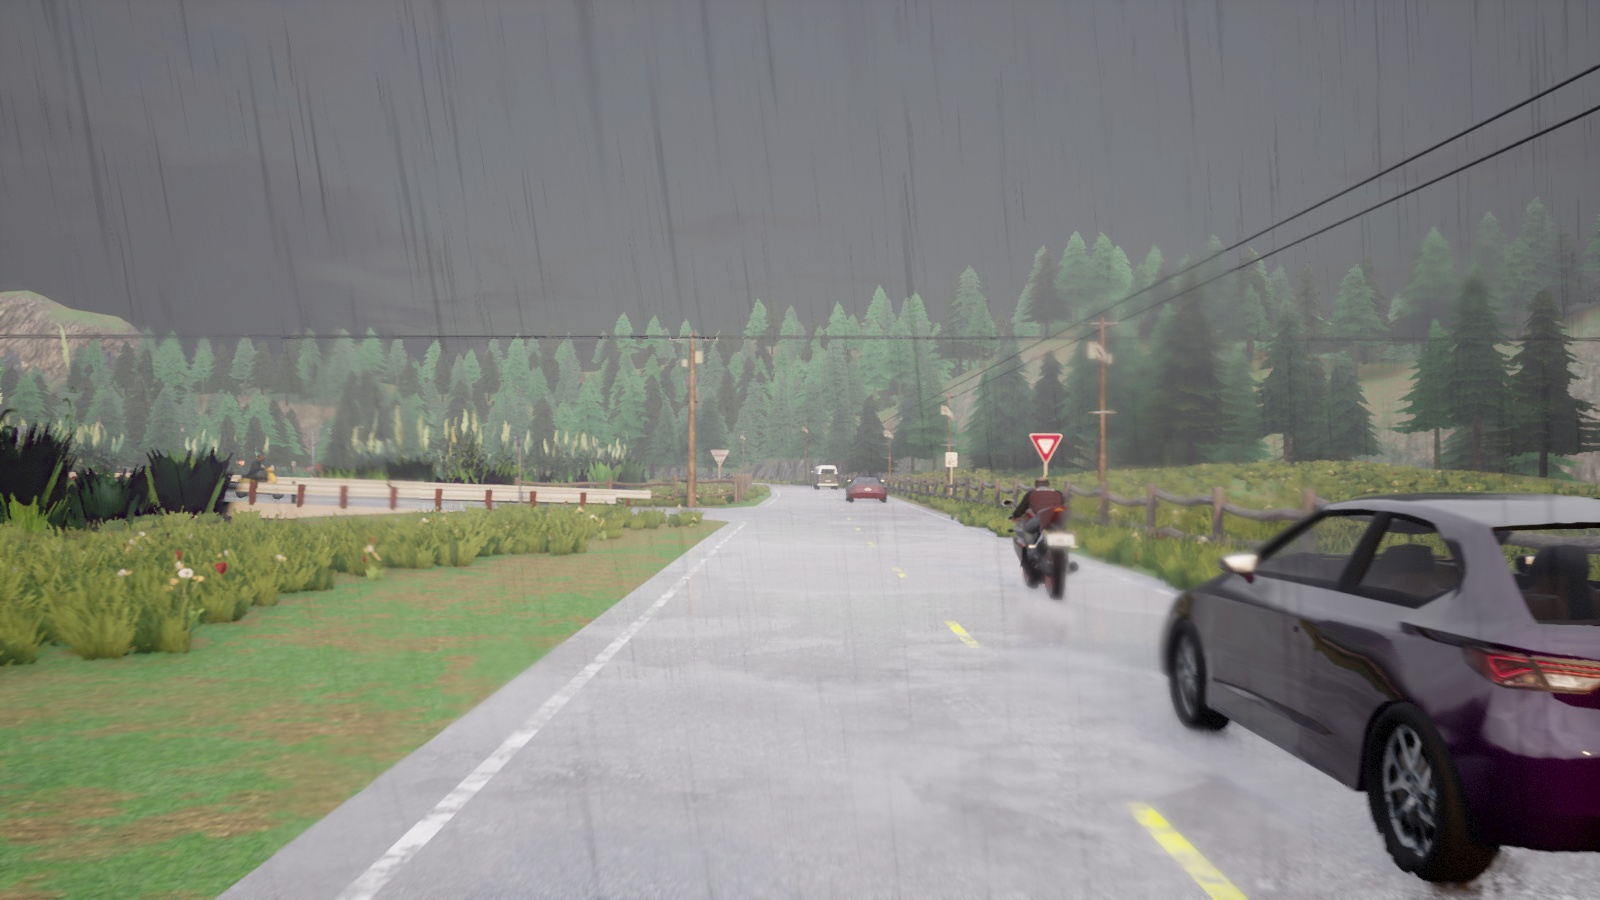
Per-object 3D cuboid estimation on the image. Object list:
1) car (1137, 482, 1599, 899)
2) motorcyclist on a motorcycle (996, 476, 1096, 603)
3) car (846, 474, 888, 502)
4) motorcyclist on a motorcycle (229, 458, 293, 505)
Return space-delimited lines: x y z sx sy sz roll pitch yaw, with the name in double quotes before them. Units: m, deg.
"car" 3.184 0.922 6.356 1.816 1.474 4.193 0 -1 0
"motorcyclist on a motorcycle" 3.159 1.111 16.353 0.866 1.530 2.191 0 -1 0
"car" 3.423 1.951 64.901 1.994 1.385 4.181 0 -1 0
"motorcyclist on a motorcycle" -19.000 1.097 44.273 1.817 1.590 0.866 2 -1 2
